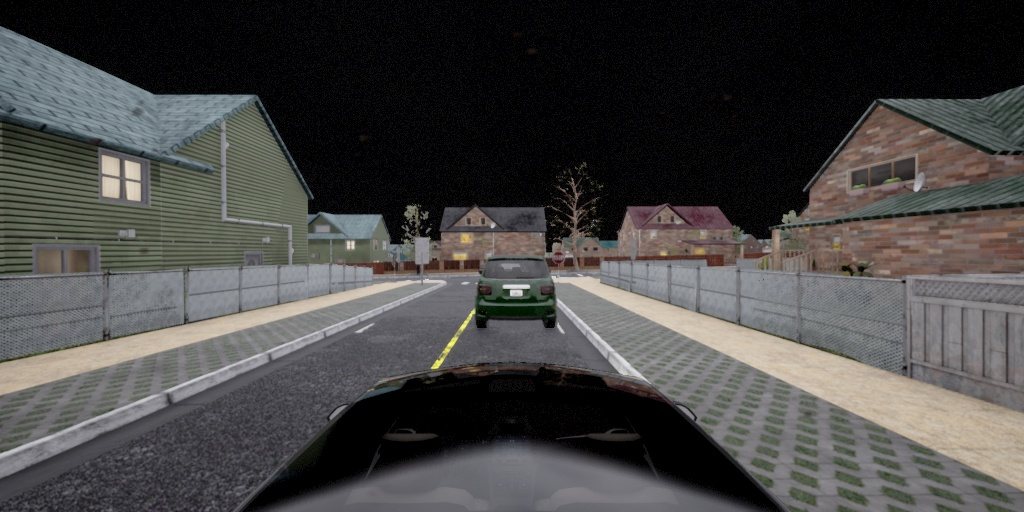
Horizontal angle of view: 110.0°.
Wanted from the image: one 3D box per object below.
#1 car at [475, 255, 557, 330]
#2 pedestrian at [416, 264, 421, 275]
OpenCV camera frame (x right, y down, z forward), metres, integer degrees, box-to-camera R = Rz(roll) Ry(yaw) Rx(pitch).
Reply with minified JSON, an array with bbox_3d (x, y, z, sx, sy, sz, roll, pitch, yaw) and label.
[{"bbox_3d":[0.096,0.979,11.315,2.150,2.045,5.566,0,0,0],"label":"car"},{"bbox_3d":[-9.652,1.051,36.947,0.375,1.860,0.375,0,2,0],"label":"pedestrian"}]
